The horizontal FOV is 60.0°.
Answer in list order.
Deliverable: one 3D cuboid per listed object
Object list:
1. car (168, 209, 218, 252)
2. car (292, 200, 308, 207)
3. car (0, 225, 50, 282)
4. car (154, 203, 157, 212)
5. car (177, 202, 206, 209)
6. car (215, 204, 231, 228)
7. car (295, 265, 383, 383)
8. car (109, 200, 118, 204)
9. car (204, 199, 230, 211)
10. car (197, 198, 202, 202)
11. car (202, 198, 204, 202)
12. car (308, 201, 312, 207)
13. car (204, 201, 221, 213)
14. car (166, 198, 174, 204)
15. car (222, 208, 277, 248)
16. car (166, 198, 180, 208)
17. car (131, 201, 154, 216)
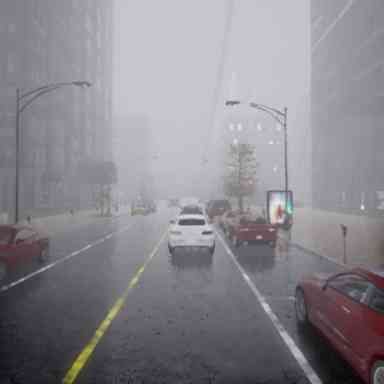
[{"bbox_3d":[-0.012,1.663,14.380,1.812,1.442,4.674,0,0,0],"label":"car"},{"bbox_3d":[20.768,2.397,68.036,4.097,1.590,1.967,1,-2,0],"label":"car"},{"bbox_3d":[-5.695,1.677,9.927,1.802,1.307,4.206,1,-1,0],"label":"car"},{"bbox_3d":[-5.732,1.852,43.285,1.967,1.590,4.097,1,-1,0],"label":"car"},{"bbox_3d":[-0.030,1.843,29.268,1.994,1.385,4.181,0,0,0],"label":"car"},{"bbox_3d":[2.674,1.727,21.225,1.752,1.417,4.829,1,-1,0],"label":"car"},{"bbox_3d":[2.692,1.624,4.377,1.802,1.307,4.206,1,-1,0],"label":"car"},{"bbox_3d":[-17.330,1.904,67.673,4.507,1.381,1.887,1,-2,0],"label":"car"},{"bbox_3d":[2.662,1.621,32.175,2.192,1.841,5.009,1,-1,0],"label":"car"},{"bbox_3d":[2.591,2.427,92.326,1.887,1.381,4.507,1,-1,0],"label":"car"},{"bbox_3d":[2.656,1.674,37.735,2.192,1.841,5.009,1,-1,0],"label":"car"},{"bbox_3d":[26.169,2.726,76.392,4.829,1.417,1.752,1,-2,0],"label":"car"},{"bbox_3d":[2.647,1.957,43.292,1.887,1.381,4.507,1,-1,0],"label":"car"},{"bbox_3d":[-5.783,2.353,86.638,1.752,1.417,4.829,1,-1,0],"label":"car"},{"bbox_3d":[2.679,1.692,15.496,1.887,1.381,4.507,1,-1,0],"label":"car"},{"bbox_3d":[-3.071,1.918,59.670,2.097,1.767,4.553,0,0,0],"label":"car"},{"bbox_3d":[-5.726,1.883,37.555,1.752,1.417,4.829,1,-1,0],"label":"car"}]
